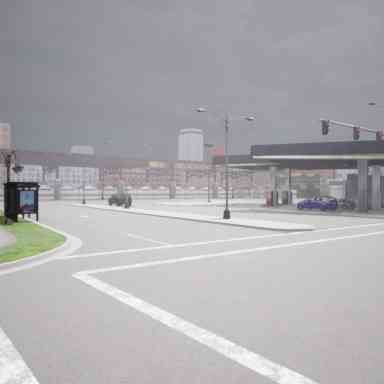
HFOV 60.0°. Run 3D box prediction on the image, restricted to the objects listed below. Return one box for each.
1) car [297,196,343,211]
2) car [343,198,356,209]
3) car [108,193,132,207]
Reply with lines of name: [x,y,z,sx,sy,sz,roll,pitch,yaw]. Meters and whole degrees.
car: [14.352,1.295,38.353,2.242,1.667,4.611,0,0,-35]
car: [18.626,1.456,42.267,1.970,1.475,3.806,0,0,-35]
car: [-11.338,1.222,52.244,2.150,2.045,5.566,0,0,-35]
